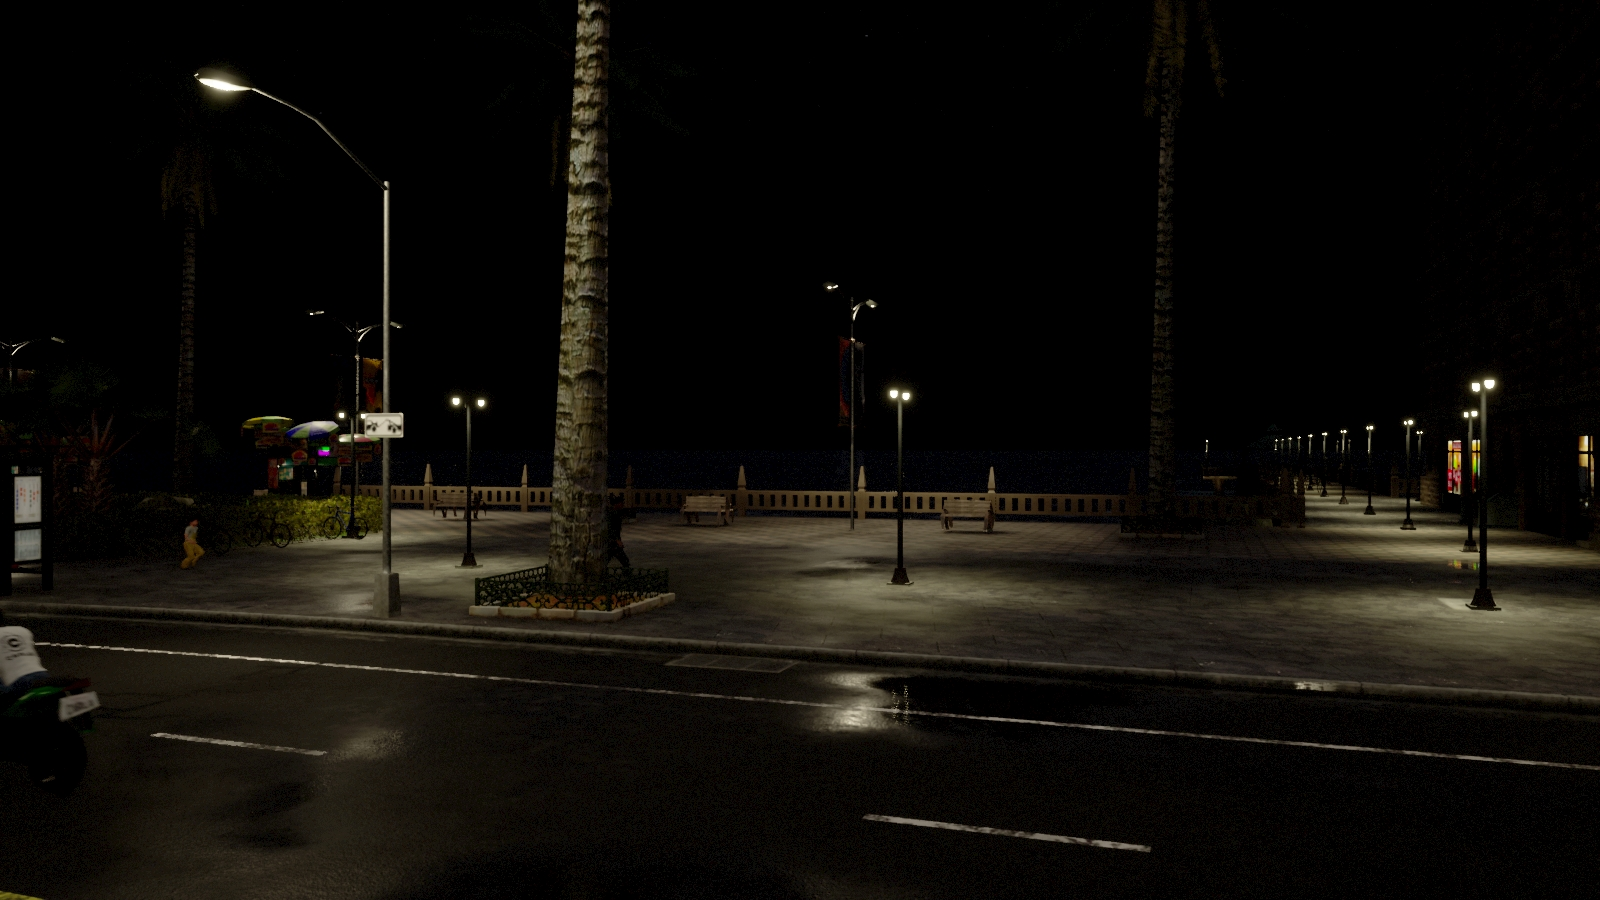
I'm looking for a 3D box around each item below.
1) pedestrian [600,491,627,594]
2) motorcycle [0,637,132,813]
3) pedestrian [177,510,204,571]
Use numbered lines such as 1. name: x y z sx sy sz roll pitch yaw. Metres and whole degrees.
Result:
1. pedestrian: -3.451 1.698 21.118 0.375 1.860 0.375 0 0 13
2. motorcycle: -6.654 2.213 9.477 2.033 1.145 0.803 0 0 19
3. pedestrian: -13.363 1.978 25.038 0.375 1.300 0.375 0 0 5
